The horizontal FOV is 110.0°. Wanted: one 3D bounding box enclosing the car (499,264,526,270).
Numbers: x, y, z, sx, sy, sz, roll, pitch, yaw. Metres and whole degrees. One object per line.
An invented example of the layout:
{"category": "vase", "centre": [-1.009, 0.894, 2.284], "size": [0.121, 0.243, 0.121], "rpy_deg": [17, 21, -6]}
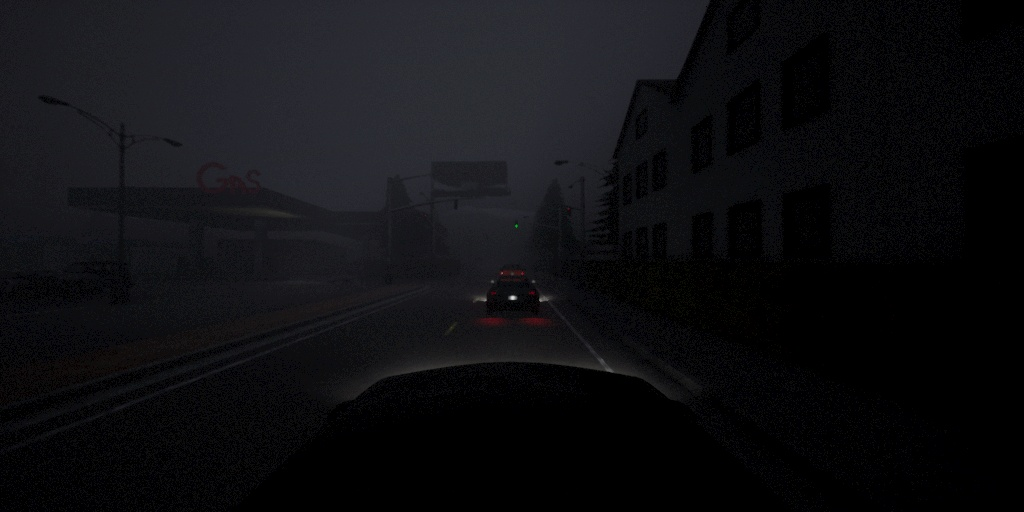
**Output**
{"category": "car", "centre": [0.026, 1.412, 29.091], "size": [2.097, 1.767, 4.553], "rpy_deg": [0, -1, 0]}

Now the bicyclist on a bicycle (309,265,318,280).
{"category": "bicyclist on a bicycle", "centre": [-21.784, 1.794, 39.341], "size": [0.582, 1.620, 1.656], "rpy_deg": [0, 0, 0]}

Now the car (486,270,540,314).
{"category": "car", "centre": [0.042, 1.451, 14.501], "size": [1.994, 1.385, 4.181], "rpy_deg": [0, -1, 0]}
